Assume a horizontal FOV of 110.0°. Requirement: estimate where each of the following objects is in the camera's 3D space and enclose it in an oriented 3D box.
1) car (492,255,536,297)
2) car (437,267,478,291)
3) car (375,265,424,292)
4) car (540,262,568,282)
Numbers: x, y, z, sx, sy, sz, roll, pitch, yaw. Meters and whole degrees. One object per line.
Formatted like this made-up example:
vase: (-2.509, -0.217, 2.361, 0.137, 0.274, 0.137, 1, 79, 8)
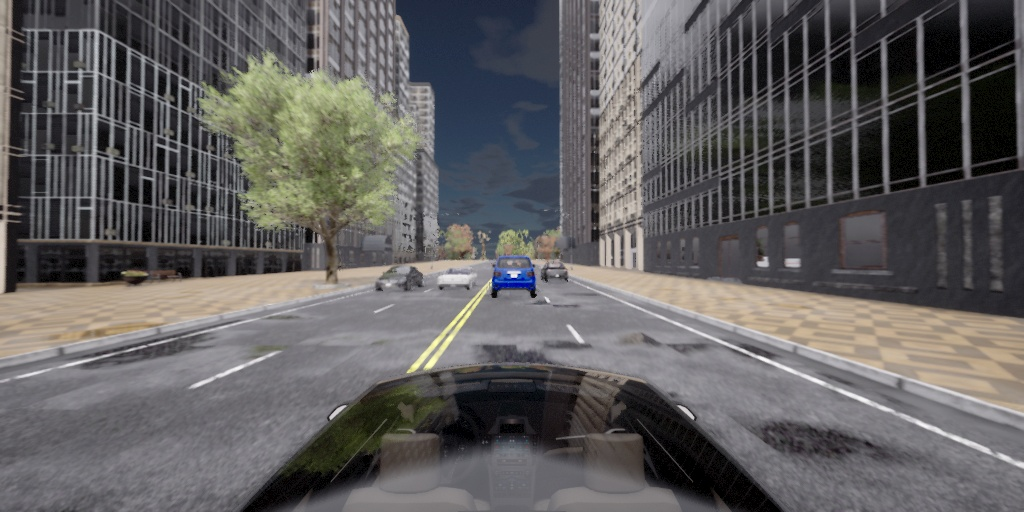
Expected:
car: (0.095, 0.983, 19.099, 2.150, 2.045, 5.566, 0, 0, 0)
car: (-3.293, 1.362, 22.263, 1.895, 1.301, 4.718, 0, 0, 0)
car: (-6.552, 1.286, 21.415, 1.812, 1.442, 4.674, 0, 0, 0)
car: (3.345, 1.256, 28.933, 2.128, 1.511, 4.902, 0, 0, 0)
